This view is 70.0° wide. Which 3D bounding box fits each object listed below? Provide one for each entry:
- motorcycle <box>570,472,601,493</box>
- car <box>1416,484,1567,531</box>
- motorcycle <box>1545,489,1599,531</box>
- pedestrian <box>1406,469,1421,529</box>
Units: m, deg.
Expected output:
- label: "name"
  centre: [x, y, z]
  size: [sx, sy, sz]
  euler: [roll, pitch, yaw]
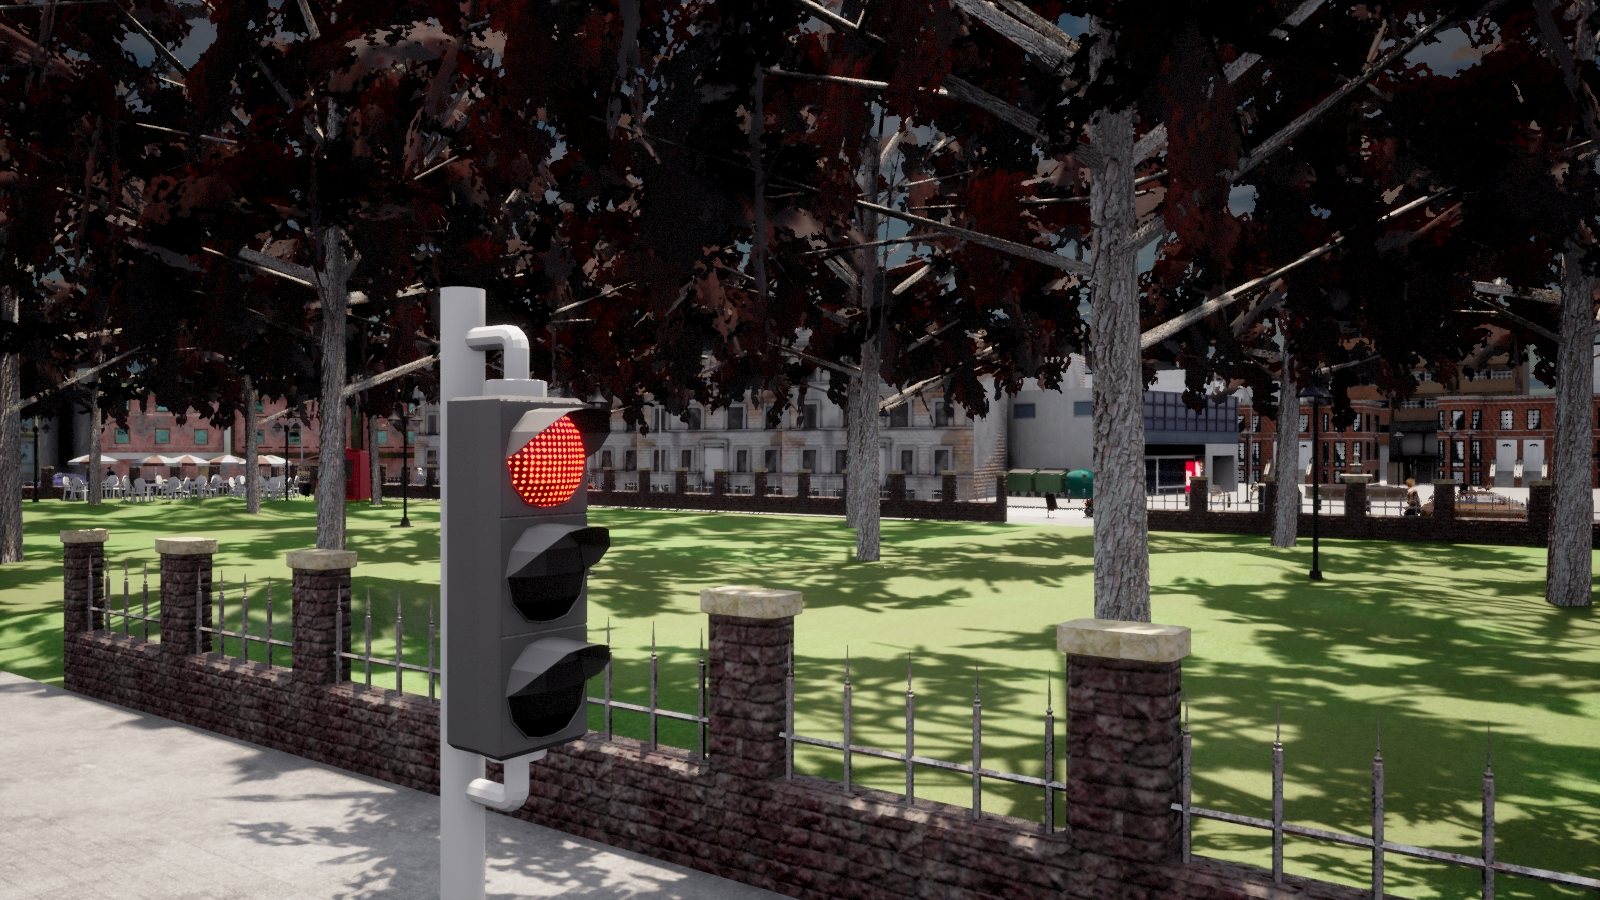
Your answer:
- label: "motorcycle"
  centre: [-13.109, 1.962, 69.881]
  size: [1.805, 1.236, 0.856]
  euler: [0, 0, 36]
- label: "car"
  centre: [23.269, 1.898, 38.489]
  size: [4.181, 1.385, 1.994]
  euler: [0, 0, 36]
- label: "motorcycle"
  centre: [25.489, 1.950, 36.881]
  size: [2.356, 1.277, 0.764]
  euler: [0, 0, 36]
- label: "pedestrian"
  centre: [19.102, 1.523, 35.579]
  size: [0.375, 1.860, 0.375]
  euler: [0, 0, 36]
